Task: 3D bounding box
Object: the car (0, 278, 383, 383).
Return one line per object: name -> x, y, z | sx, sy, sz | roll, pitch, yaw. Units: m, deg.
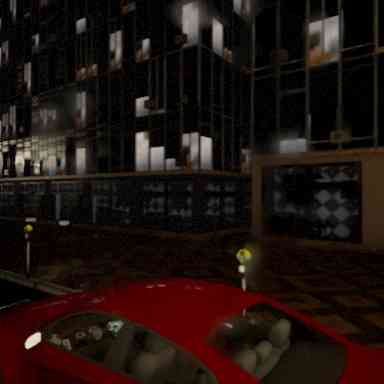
car -> -0.366, 1.537, 3.136 | 4.507, 1.381, 1.887 | 0, 0, 35
